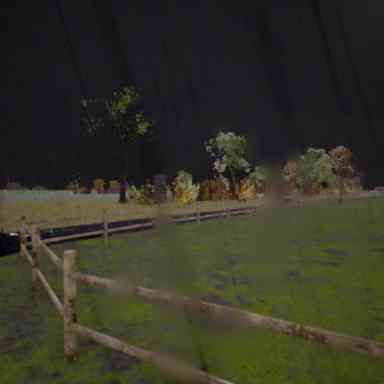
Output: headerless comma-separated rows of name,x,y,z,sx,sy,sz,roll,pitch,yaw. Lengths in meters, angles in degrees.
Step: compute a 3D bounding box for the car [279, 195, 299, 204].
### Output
car,14.459,1.086,49.659,1.994,1.385,4.181,-1,0,35
